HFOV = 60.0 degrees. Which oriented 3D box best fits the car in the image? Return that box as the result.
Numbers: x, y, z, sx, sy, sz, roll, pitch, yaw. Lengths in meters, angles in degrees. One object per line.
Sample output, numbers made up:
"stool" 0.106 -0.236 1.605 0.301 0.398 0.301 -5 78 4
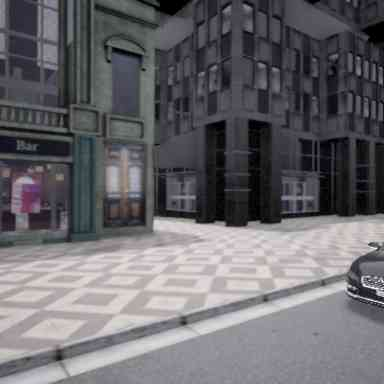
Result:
"car" 5.235 1.489 7.119 4.892 1.490 1.837 0 0 -36
